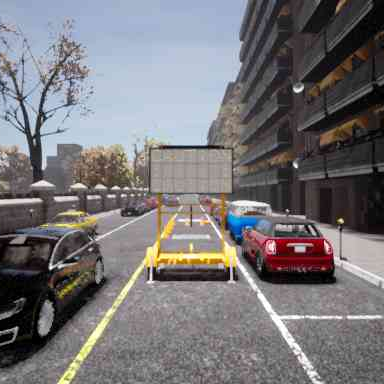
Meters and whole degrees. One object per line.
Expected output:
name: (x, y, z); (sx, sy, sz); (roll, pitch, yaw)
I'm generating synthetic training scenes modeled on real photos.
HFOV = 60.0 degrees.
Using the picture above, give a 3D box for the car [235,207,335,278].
car: (2.670, 1.444, 10.161); (1.967, 1.590, 4.097); (0, 0, 0)

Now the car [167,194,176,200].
car: (-5.887, 1.436, 94.598); (2.192, 1.841, 5.009); (0, 0, 0)

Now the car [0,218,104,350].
car: (-3.112, 1.507, 6.504); (1.837, 1.490, 4.892); (0, 0, 0)

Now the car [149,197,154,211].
car: (-5.769, 1.598, 38.298); (1.802, 1.307, 4.206); (0, 0, 0)

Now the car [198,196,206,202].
car: (2.516, 1.661, 83.356); (1.947, 1.339, 4.313); (0, 0, 0)

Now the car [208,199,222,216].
car: (2.635, 1.562, 27.054); (2.008, 1.369, 4.403); (0, 0, 0)

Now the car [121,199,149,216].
car: (-5.757, 1.580, 32.667); (1.947, 1.339, 4.313); (0, 0, 0)

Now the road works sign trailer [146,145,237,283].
road works sign trailer: (-0.020, 0.468, 9.607); (2.380, 3.560, 2.880); (0, 0, 0)

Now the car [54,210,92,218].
car: (-5.721, 1.532, 15.605); (1.752, 1.417, 4.829); (0, 0, 0)

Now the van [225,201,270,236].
van: (2.659, 1.347, 15.793); (1.690, 1.788, 3.998); (0, 0, 0)

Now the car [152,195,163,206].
car: (-5.792, 1.470, 49.554); (1.967, 1.590, 4.097); (0, 0, 0)

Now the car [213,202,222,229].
car: (2.647, 1.575, 21.423); (1.947, 1.339, 4.313); (0, 0, 0)

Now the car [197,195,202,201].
car: (2.552, 1.502, 66.464); (1.967, 1.590, 4.097); (0, 0, 0)

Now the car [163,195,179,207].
car: (-3.110, 1.610, 52.222); (1.994, 1.385, 4.181); (0, 0, 0)

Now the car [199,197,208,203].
car: (2.540, 1.654, 72.095); (1.802, 1.307, 4.206); (0, 0, 0)

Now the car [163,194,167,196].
car: (-5.805, 1.355, 55.186); (2.192, 1.841, 5.009); (0, 0, 0)

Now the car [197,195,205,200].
car: (2.492, 1.561, 94.615); (1.967, 1.590, 4.097); (0, 0, 0)

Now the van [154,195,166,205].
van: (-5.817, 1.392, 60.816); (1.690, 1.788, 3.998); (0, 0, 0)

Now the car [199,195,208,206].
car: (2.575, 1.622, 55.202); (1.802, 1.307, 4.206); (0, 0, 0)

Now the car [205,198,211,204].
car: (2.623, 1.558, 32.684); (1.887, 1.381, 4.507); (0, 0, 0)

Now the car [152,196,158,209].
car: (-5.781, 1.565, 43.926); (1.887, 1.381, 4.507); (0, 0, 0)
